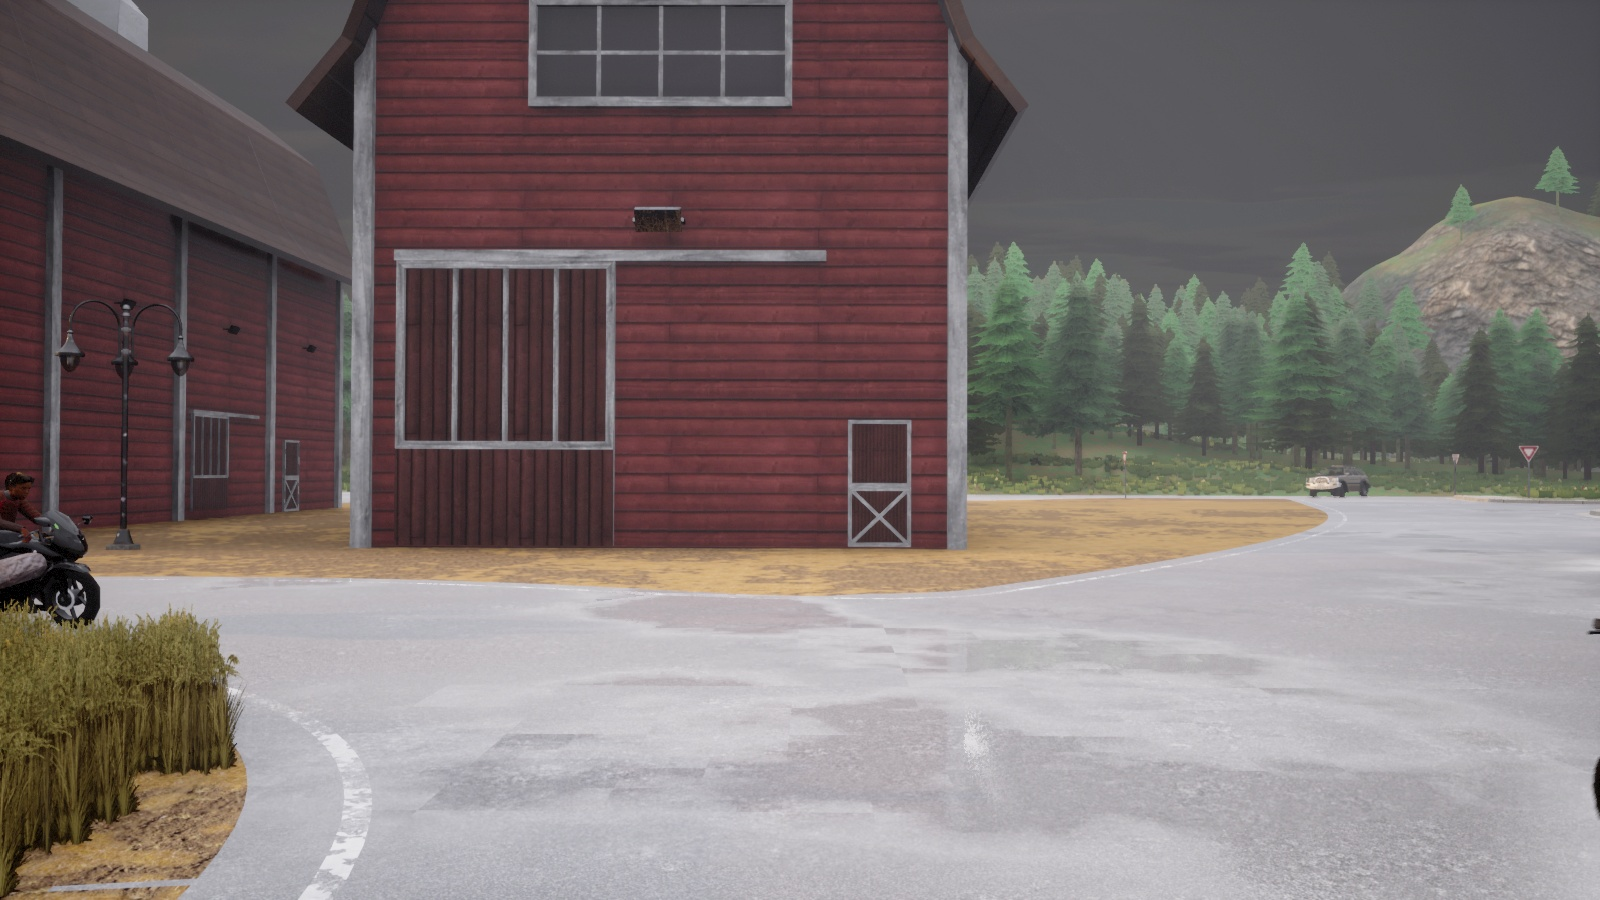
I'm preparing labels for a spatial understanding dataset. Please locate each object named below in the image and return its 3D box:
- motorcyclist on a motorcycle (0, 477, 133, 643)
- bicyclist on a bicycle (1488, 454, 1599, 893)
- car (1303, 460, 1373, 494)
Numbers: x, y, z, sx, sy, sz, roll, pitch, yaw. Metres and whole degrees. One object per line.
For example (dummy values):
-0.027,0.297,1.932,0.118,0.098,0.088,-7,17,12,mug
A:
-7.631,1.030,12.093,2.044,1.523,0.797,0,-1,7,motorcyclist on a motorcycle
3.378,0.813,4.488,0.866,1.612,1.509,-1,-1,-6,bicyclist on a bicycle
30.974,1.533,72.241,4.605,1.855,1.932,0,-3,-43,car
